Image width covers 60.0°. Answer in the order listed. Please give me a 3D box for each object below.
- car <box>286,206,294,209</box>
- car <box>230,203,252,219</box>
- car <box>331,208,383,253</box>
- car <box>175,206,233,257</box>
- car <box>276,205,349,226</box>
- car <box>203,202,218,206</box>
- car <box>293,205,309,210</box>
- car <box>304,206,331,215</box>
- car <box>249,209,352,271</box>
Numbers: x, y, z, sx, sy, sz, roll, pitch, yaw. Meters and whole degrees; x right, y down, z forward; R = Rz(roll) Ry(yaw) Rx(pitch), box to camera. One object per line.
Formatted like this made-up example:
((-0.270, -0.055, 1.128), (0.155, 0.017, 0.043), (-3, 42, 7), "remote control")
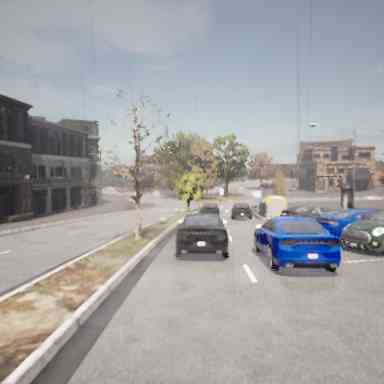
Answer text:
((8.840, 1.696, 22.304), (4.892, 1.521, 2.231), (1, -1, -15), "car")
((4.847, 1.819, 32.782), (1.837, 1.490, 4.892), (0, -1, 6), "car")
((8.378, 1.476, 13.465), (4.553, 1.767, 2.185), (1, 0, -17), "car")
((0.429, 1.578, 13.514), (1.882, 1.535, 5.008), (0, 0, 3), "car")
((9.100, 1.761, 25.258), (4.792, 1.488, 2.163), (1, -1, -15), "car")
((1.847, 1.799, 32.931), (1.837, 1.490, 4.892), (0, -1, 6), "car")
((8.654, 1.703, 19.351), (4.674, 1.452, 2.002), (1, 0, -16), "car")
((8.479, 1.631, 16.407), (5.008, 1.535, 2.097), (1, -1, -17), "car")
((3.332, 1.568, 11.357), (1.882, 1.535, 5.008), (0, 0, 2), "car")
